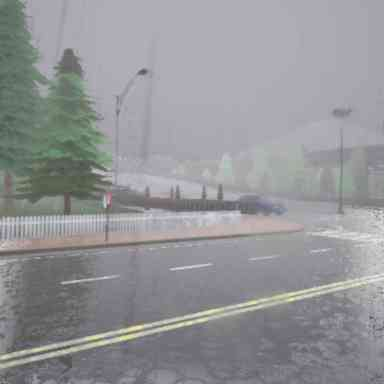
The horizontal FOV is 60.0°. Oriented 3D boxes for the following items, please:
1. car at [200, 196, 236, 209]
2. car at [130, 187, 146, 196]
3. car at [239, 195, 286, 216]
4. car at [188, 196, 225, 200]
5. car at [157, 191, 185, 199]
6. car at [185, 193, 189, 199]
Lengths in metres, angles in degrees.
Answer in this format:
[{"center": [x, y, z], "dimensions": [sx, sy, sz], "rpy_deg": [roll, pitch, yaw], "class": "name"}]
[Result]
[{"center": [3.496, 1.458, 46.183], "dimensions": [2.033, 1.411, 5.357], "rpy_deg": [1, 2, -34], "class": "car"}, {"center": [-9.596, -0.115, 59.789], "dimensions": [1.812, 1.442, 4.674], "rpy_deg": [1, 7, -33], "class": "car"}, {"center": [7.092, 1.325, 34.463], "dimensions": [2.150, 2.045, 5.566], "rpy_deg": [1, 0, -34], "class": "car"}, {"center": [1.838, 1.483, 42.354], "dimensions": [1.812, 1.442, 4.674], "rpy_deg": [1, 1, -34], "class": "car"}, {"center": [-3.553, 0.788, 50.514], "dimensions": [2.097, 1.767, 4.553], "rpy_deg": [1, 4, -33], "class": "car"}, {"center": [-1.662, 0.879, 53.985], "dimensions": [2.033, 1.411, 5.357], "rpy_deg": [1, 4, -34], "class": "car"}]
